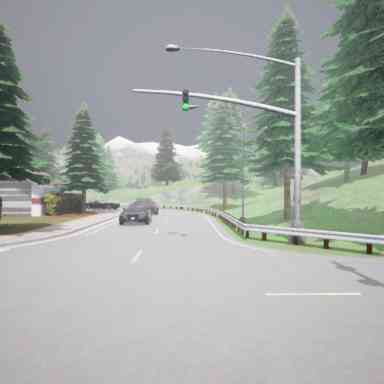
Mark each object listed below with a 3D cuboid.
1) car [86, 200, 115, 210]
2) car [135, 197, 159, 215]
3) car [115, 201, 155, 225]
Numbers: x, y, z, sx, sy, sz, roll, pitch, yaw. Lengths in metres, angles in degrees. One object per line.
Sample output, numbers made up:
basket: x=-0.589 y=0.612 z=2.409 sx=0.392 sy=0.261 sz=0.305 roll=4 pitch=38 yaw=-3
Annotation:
car: x=-11.403 y=1.606 z=41.538 sx=4.718 sy=1.301 sz=1.895 roll=0 pitch=0 yaw=14
car: x=-4.828 y=1.350 z=33.800 sx=2.097 sy=1.767 sz=4.553 roll=0 pitch=0 yaw=-19
car: x=-3.992 y=1.563 z=24.010 sx=1.994 sy=1.385 sz=4.181 roll=0 pitch=0 yaw=-2
